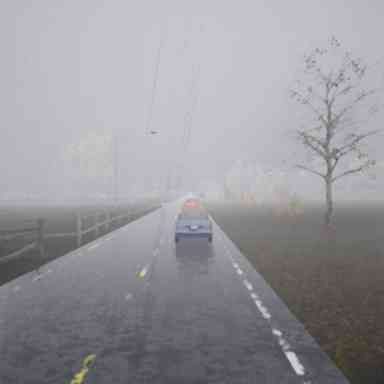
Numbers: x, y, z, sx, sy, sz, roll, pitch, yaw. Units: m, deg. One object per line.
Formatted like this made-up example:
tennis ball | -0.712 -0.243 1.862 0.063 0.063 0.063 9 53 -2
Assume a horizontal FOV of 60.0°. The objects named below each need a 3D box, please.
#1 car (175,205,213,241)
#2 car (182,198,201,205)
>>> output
car | 0.068 1.625 17.189 2.033 1.411 5.357 0 0 0
car | -0.007 1.510 37.735 2.097 1.767 4.553 0 0 0
